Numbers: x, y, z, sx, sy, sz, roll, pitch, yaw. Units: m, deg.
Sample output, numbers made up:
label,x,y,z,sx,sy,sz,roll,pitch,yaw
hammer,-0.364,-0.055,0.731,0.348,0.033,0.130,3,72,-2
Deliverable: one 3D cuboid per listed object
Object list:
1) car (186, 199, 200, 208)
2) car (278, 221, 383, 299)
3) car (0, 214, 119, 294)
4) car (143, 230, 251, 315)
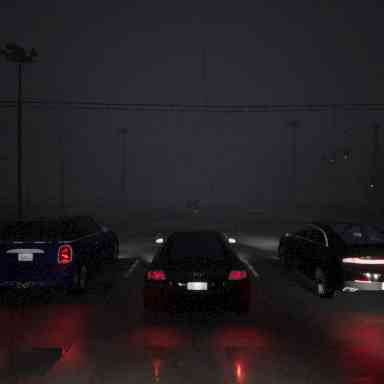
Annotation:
label,x,y,z,sx,sy,sz,roll,pitch,yaw
car,0.074,1.601,46.420,1.895,1.301,4.718,0,0,0
car,3.594,1.492,8.458,2.128,1.511,4.902,0,0,0
car,-3.407,1.352,8.939,2.097,1.767,4.553,0,0,0
car,0.091,1.564,7.646,1.994,1.385,4.181,0,0,0
